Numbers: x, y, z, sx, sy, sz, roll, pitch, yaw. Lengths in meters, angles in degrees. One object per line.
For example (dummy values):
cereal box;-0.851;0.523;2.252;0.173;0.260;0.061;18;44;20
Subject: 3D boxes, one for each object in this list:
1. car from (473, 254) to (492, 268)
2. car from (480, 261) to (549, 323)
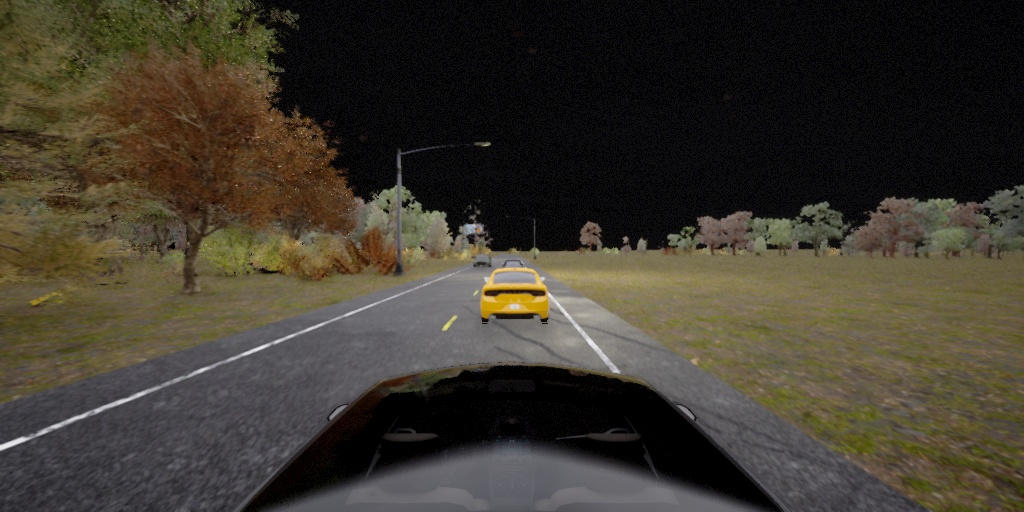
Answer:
car;-3.593;0.550;44.059;2.097;1.767;4.553;0;1;0
car;0.082;1.099;11.592;1.882;1.535;5.008;0;1;0
